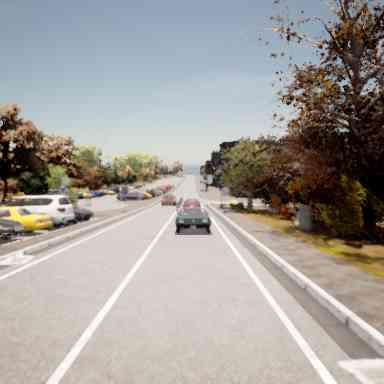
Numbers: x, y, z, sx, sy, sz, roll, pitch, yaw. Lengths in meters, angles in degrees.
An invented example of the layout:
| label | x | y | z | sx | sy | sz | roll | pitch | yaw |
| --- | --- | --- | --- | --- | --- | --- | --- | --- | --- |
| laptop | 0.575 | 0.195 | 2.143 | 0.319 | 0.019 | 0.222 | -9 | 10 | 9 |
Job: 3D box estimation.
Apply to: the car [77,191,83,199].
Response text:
| label | x | y | z | sx | sy | sz | roll | pitch | yaw |
| --- | --- | --- | --- | --- | --- | --- | --- | --- | --- |
| car | -23.322 | 0.761 | 61.302 | 4.674 | 1.452 | 2.002 | 0 | 0 | 0 |

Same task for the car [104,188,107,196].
| label | x | y | z | sx | sy | sz | roll | pitch | yaw |
| --- | --- | --- | --- | --- | --- | --- | --- | --- | --- |
| car | -23.237 | 0.431 | 78.036 | 5.008 | 1.535 | 2.097 | 0 | 2 | 0 |

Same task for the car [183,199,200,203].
| label | x | y | z | sx | sy | sz | roll | pitch | yaw |
| --- | --- | --- | --- | --- | --- | --- | --- | --- | --- |
| car | -0.012 | 1.429 | 36.828 | 1.994 | 1.385 | 4.181 | 0 | 0 | 0 |

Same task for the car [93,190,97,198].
| label | x | y | z | sx | sy | sz | roll | pitch | yaw |
| --- | --- | --- | --- | --- | --- | --- | --- | --- | --- |
| car | -23.465 | 0.618 | 69.802 | 5.366 | 1.575 | 1.946 | 0 | 1 | 0 |

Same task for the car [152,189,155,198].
| label | x | y | z | sx | sy | sz | roll | pitch | yaw |
| --- | --- | --- | --- | --- | --- | --- | --- | --- | --- |
| car | -10.220 | 0.701 | 64.215 | 5.008 | 1.535 | 2.097 | 0 | 1 | 0 |

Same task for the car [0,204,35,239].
| label | x | y | z | sx | sy | sz | roll | pitch | yaw |
| --- | --- | --- | --- | --- | --- | --- | --- | --- | --- |
| car | -10.162 | 1.477 | 14.950 | 4.892 | 1.521 | 2.231 | 0 | 0 | 0 |

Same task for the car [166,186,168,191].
| label | x | y | z | sx | sy | sz | roll | pitch | yaw |
| --- | --- | --- | --- | --- | --- | --- | --- | --- | --- |
| car | -10.078 | -0.197 | 94.865 | 5.008 | 1.535 | 2.097 | 0 | 3 | 0 |

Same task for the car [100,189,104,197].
| label | x | y | z | sx | sy | sz | roll | pitch | yaw |
| --- | --- | --- | --- | --- | --- | --- | --- | --- | --- |
| car | -23.250 | 0.505 | 75.247 | 5.008 | 1.535 | 2.097 | 0 | 1 | 0 |

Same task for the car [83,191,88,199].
| label | x | y | z | sx | sy | sz | roll | pitch | yaw |
| --- | --- | --- | --- | --- | --- | --- | --- | --- | --- |
| car | -23.334 | 0.726 | 64.214 | 4.792 | 1.488 | 2.163 | 0 | 0 | 0 |

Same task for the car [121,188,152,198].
| label | x | y | z | sx | sy | sz | roll | pitch | yaw |
| --- | --- | --- | --- | --- | --- | --- | --- | --- | --- |
| car | -10.270 | 0.599 | 61.435 | 4.553 | 1.767 | 2.185 | 0 | 0 | 0 |

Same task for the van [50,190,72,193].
| label | x | y | z | sx | sy | sz | roll | pitch | yaw |
| --- | --- | --- | --- | --- | --- | --- | --- | --- | --- |
| van | -23.218 | 0.529 | 55.842 | 4.442 | 1.987 | 1.878 | 1 | 0 | 0 |

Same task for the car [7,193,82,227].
| label | x | y | z | sx | sy | sz | roll | pitch | yaw |
| --- | --- | --- | --- | --- | --- | --- | --- | --- | --- |
| car | -10.163 | 1.234 | 20.503 | 5.566 | 2.045 | 2.435 | 0 | 0 | 0 |

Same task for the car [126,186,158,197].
| label | x | y | z | sx | sy | sz | roll | pitch | yaw |
| --- | --- | --- | --- | --- | --- | --- | --- | --- | --- |
| car | -10.241 | 0.416 | 67.006 | 5.566 | 2.045 | 2.435 | 0 | 1 | 0 |

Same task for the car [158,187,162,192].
| label | x | y | z | sx | sy | sz | roll | pitch | yaw |
| --- | --- | --- | --- | --- | --- | --- | --- | --- | --- |
| car | -10.130 | 0.306 | 78.153 | 4.553 | 1.767 | 2.185 | 0 | 2 | 0 |

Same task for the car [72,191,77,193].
| label | x | y | z | sx | sy | sz | roll | pitch | yaw |
| --- | --- | --- | --- | --- | --- | --- | --- | --- | --- |
| car | -23.335 | 0.777 | 58.517 | 4.674 | 1.452 | 2.002 | 0 | 0 | 0 |

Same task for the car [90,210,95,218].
| label | x | y | z | sx | sy | sz | roll | pitch | yaw |
| --- | --- | --- | --- | --- | --- | --- | --- | --- | --- |
| car | -10.084 | 1.524 | 26.055 | 4.792 | 1.488 | 2.163 | 0 | 0 | 0 |

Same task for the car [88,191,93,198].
| label | x | y | z | sx | sy | sz | roll | pitch | yaw |
| --- | --- | --- | --- | --- | --- | --- | --- | --- | --- |
| car | -23.478 | 0.660 | 67.007 | 5.366 | 1.575 | 1.946 | 0 | 1 | 0 |

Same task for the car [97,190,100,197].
| label | x | y | z | sx | sy | sz | roll | pitch | yaw |
| --- | --- | --- | --- | --- | --- | --- | --- | --- | --- |
| car | -23.239 | 0.600 | 72.457 | 4.792 | 1.488 | 2.163 | 0 | 1 | 0 |

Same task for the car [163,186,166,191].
| label | x | y | z | sx | sy | sz | roll | pitch | yaw |
| --- | --- | --- | --- | --- | --- | --- | --- | --- | --- |
| car | -10.141 | -0.078 | 89.289 | 4.553 | 1.767 | 2.185 | 0 | 2 | 0 |

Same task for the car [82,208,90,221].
| label | x | y | z | sx | sy | sz | roll | pitch | yaw |
| --- | --- | --- | --- | --- | --- | --- | --- | --- | --- |
| car | -10.129 | 1.489 | 23.279 | 5.008 | 1.535 | 2.097 | 0 | 0 | 0 |

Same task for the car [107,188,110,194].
| label | x | y | z | sx | sy | sz | roll | pitch | yaw |
| --- | --- | --- | --- | --- | --- | --- | --- | --- | --- |
| car | -23.222 | 0.346 | 80.952 | 4.892 | 1.521 | 2.231 | 0 | 2 | 0 |

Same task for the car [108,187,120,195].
| label | x | y | z | sx | sy | sz | roll | pitch | yaw |
| --- | --- | --- | --- | --- | --- | --- | --- | --- | --- |
| car | -23.005 | 0.046 | 89.181 | 5.366 | 1.575 | 1.946 | 0 | 2 | 0 |

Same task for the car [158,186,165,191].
| label | x | y | z | sx | sy | sz | roll | pitch | yaw |
| --- | --- | --- | --- | --- | --- | --- | --- | --- | --- |
| car | -10.154 | 0.031 | 86.511 | 4.553 | 1.767 | 2.185 | 0 | 2 | 0 |

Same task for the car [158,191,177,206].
| label | x | y | z | sx | sy | sz | roll | pitch | yaw |
| --- | --- | --- | --- | --- | --- | --- | --- | --- | --- |
| car | -3.431 | 1.109 | 49.848 | 2.097 | 1.767 | 4.553 | 0 | 1 | 0 |

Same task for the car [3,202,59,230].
| label | x | y | z | sx | sy | sz | roll | pitch | yaw |
| --- | --- | --- | --- | --- | --- | --- | --- | --- | --- |
| car | -10.331 | 1.477 | 17.727 | 5.366 | 1.575 | 1.946 | 0 | 0 | 0 |

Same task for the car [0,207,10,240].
| label | x | y | z | sx | sy | sz | roll | pitch | yaw |
| --- | --- | --- | --- | --- | --- | --- | --- | --- | --- |
| car | -9.981 | 1.468 | 12.174 | 5.366 | 1.575 | 1.946 | 0 | 0 | 0 |

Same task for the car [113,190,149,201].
| label | x | y | z | sx | sy | sz | roll | pitch | yaw |
| --- | --- | --- | --- | --- | --- | --- | --- | --- | --- |
| car | -10.235 | 0.787 | 55.866 | 4.792 | 1.488 | 2.163 | 0 | 0 | 0 |

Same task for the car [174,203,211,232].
| label | x | y | z | sx | sy | sz | roll | pitch | yaw |
| --- | --- | --- | --- | --- | --- | --- | --- | --- | --- |
| car | 0.060 | 1.520 | 19.368 | 1.895 | 1.301 | 4.718 | 0 | 0 | 0 |

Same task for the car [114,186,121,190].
| label | x | y | z | sx | sy | sz | roll | pitch | yaw |
| --- | --- | --- | --- | --- | --- | --- | --- | --- | --- |
| car | -23.183 | -0.068 | 91.969 | 5.008 | 1.535 | 2.097 | 0 | 2 | 0 |

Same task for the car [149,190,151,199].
| label | x | y | z | sx | sy | sz | roll | pitch | yaw |
| --- | --- | --- | --- | --- | --- | --- | --- | --- | --- |
| car | -10.281 | 0.771 | 58.650 | 4.792 | 1.488 | 2.163 | 0 | 0 | 0 |
